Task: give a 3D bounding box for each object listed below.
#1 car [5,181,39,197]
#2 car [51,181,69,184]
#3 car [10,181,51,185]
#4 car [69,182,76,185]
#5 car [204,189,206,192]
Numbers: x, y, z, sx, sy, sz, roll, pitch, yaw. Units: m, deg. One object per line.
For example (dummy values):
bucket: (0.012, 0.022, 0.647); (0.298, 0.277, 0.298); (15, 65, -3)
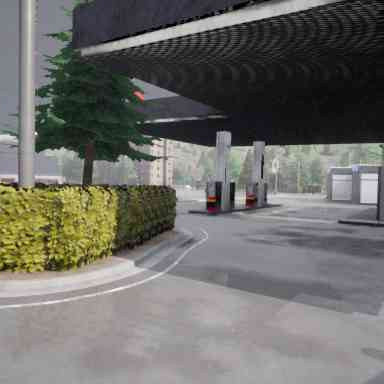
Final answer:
car: (-21.729, -0.449, 42.408); (4.605, 1.855, 1.932); (2, 2, 35)
car: (-26.739, -1.241, 65.437); (3.866, 1.878, 1.905); (2, 2, 35)
car: (-17.198, -0.167, 35.191); (3.866, 1.878, 1.905); (2, 2, 35)
car: (-25.400, -1.268, 68.049); (4.605, 1.855, 1.932); (2, 2, 35)
car: (4.925, -0.331, 65.577); (5.027, 1.636, 2.152); (2, 2, 35)
